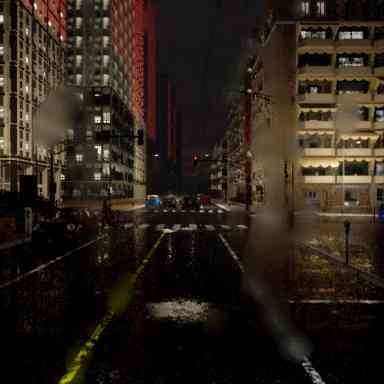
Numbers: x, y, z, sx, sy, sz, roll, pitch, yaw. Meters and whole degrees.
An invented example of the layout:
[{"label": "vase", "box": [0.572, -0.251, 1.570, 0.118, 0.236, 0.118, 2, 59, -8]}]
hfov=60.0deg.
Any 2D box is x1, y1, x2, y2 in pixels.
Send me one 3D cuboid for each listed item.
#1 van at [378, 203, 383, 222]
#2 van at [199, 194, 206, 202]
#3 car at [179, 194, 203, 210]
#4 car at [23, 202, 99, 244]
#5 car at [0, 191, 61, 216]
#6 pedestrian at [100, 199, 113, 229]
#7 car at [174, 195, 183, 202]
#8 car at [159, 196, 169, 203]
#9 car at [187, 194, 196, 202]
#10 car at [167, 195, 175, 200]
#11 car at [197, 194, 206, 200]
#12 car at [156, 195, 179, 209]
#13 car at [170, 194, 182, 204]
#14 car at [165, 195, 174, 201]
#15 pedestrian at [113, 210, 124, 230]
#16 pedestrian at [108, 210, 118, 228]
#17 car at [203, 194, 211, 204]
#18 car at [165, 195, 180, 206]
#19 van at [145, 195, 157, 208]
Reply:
[{"label": "van", "box": [16.897, 1.706, 26.167, 3.998, 1.788, 1.690, 1, -1, 0]}, {"label": "van", "box": [2.587, 1.375, 81.197, 1.690, 1.788, 3.998, 0, 0, 0]}, {"label": "car", "box": [-0.116, 1.359, 42.171, 2.097, 1.767, 4.553, 0, 0, 4]}, {"label": "car", "box": [-5.710, 1.441, 15.405, 1.967, 1.590, 4.097, 0, 0, 0]}, {"label": "car", "box": [-14.178, 0.982, 28.892, 5.566, 2.045, 2.150, 1, 0, -3]}, {"label": "pedestrian", "box": [-5.189, 1.294, 20.140, 0.375, 1.860, 0.375, 0, 0, 0]}, {"label": "car", "box": [-3.097, 1.501, 78.444, 1.882, 1.535, 5.008, 0, 0, 0]}, {"label": "car", "box": [-5.778, 1.550, 69.913, 1.752, 1.417, 4.829, 0, 0, 0]}, {"label": "car", "box": [-0.096, 1.380, 78.151, 2.097, 1.767, 4.553, 0, 0, 0]}, {"label": "car", "box": [-5.807, 1.569, 92.116, 1.752, 1.417, 4.829, 0, 0, 0]}, {"label": "car", "box": [2.573, 1.359, 92.298, 2.192, 1.841, 5.009, 0, 0, 0]}, {"label": "car", "box": [-3.186, 1.361, 45.152, 2.097, 1.767, 4.553, 0, 0, 1]}, {"label": "car", "box": [-3.123, 1.375, 65.037, 2.097, 1.767, 4.553, 0, 0, 1]}, {"label": "car", "box": [-5.800, 1.479, 86.735, 1.967, 1.590, 4.097, 0, 0, 0]}, {"label": "pedestrian", "box": [-4.257, 1.575, 19.500, 0.375, 1.300, 0.375, 0, 0, 0]}, {"label": "pedestrian", "box": [-4.951, 1.660, 20.741, 0.500, 1.100, 0.500, 0, 0, 0]}, {"label": "car", "box": [2.608, 1.336, 64.544, 2.192, 1.841, 5.009, 0, 0, 0]}, {"label": "car", "box": [-3.155, 1.367, 54.927, 2.097, 1.767, 4.553, 0, 0, 0]}, {"label": "van", "box": [-5.751, 1.352, 47.879, 1.690, 1.788, 3.998, 0, 0, 0]}]
